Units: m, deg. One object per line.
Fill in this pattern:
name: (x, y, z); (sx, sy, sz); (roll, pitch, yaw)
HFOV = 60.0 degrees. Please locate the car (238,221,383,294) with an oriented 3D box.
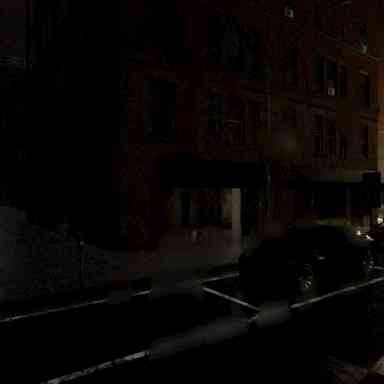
car: (3.175, 1.566, 8.809); (4.313, 1.339, 1.947); (0, 0, -36)
